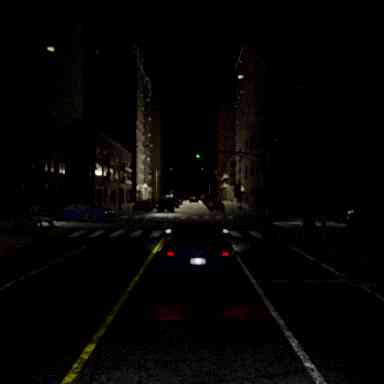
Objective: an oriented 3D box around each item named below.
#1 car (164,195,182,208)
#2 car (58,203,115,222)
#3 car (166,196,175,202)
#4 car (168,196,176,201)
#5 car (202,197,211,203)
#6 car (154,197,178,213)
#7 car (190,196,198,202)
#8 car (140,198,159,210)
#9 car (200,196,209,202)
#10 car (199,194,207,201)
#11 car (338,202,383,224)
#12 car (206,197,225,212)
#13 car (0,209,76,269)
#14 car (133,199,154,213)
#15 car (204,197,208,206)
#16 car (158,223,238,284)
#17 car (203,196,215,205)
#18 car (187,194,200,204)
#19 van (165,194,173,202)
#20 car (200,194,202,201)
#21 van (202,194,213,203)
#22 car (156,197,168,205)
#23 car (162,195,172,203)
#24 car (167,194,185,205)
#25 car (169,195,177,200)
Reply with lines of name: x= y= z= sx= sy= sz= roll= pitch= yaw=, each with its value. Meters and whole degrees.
car: x=-2.830 y=1.538 z=48.121 sx=1.882 sy=1.535 sz=5.008 roll=0 pitch=0 yaw=1
car: x=-8.702 y=1.526 z=25.575 sx=5.357 sy=1.411 sz=2.033 roll=0 pitch=-1 yaw=6
car: x=-5.399 y=1.698 z=83.909 sx=1.802 sy=1.307 sz=4.206 roll=1 pitch=0 yaw=0
car: x=-5.368 y=1.676 z=89.582 sx=2.008 sy=1.369 sz=4.403 roll=1 pitch=0 yaw=0
car: x=3.066 y=1.677 z=72.512 sx=1.802 sy=1.307 sz=4.206 roll=1 pitch=0 yaw=0
car: x=-2.938 y=1.595 z=38.157 sx=2.033 sy=1.411 sz=5.357 roll=0 pitch=0 yaw=-3
car: x=0.424 y=1.701 z=78.530 sx=1.895 sy=1.301 sz=4.718 roll=0 pitch=0 yaw=0
car: x=-5.612 y=1.601 z=44.200 sx=1.887 sy=1.381 sz=4.507 roll=1 pitch=0 yaw=0
car: x=3.127 y=1.679 z=83.858 sx=1.947 sy=1.339 sz=4.313 roll=1 pitch=0 yaw=0
car: x=3.190 y=1.446 z=95.206 sx=2.192 sy=1.841 sz=5.009 roll=1 pitch=0 yaw=0
car: x=13.729 y=1.521 z=25.618 sx=4.553 sy=1.767 sz=2.097 roll=0 pitch=-1 yaw=1
car: x=2.883 y=1.628 z=38.472 sx=1.802 sy=1.307 sz=4.206 roll=1 pitch=0 yaw=0
car: x=-5.789 y=1.541 z=11.338 sx=1.752 sy=1.417 sz=4.829 roll=1 pitch=0 yaw=0
car: x=-5.643 y=1.594 z=38.527 sx=1.887 sy=1.381 sz=4.507 roll=1 pitch=0 yaw=0
car: x=2.913 y=1.635 z=44.145 sx=1.802 sy=1.307 sz=4.206 roll=1 pitch=0 yaw=0
car: x=0.150 y=1.575 z=9.673 sx=1.994 sy=1.385 sz=4.181 roll=0 pitch=0 yaw=0
car: x=2.944 y=1.643 z=49.819 sx=1.802 sy=1.307 sz=4.206 roll=1 pitch=0 yaw=0
car: x=0.378 y=1.636 z=67.831 sx=2.033 sy=1.411 sz=5.357 roll=0 pitch=0 yaw=0
van: x=-5.427 y=1.448 z=78.237 sx=1.690 sy=1.788 sz=3.998 roll=1 pitch=0 yaw=0
car: x=3.007 y=1.392 z=61.166 sx=2.192 sy=1.841 sz=5.009 roll=1 pitch=0 yaw=0
van: x=2.977 y=1.410 z=55.493 sx=1.690 sy=1.788 sz=3.998 roll=1 pitch=0 yaw=0
car: x=-5.521 y=1.662 z=61.219 sx=1.802 sy=1.307 sz=4.206 roll=1 pitch=0 yaw=0
car: x=-5.458 y=1.538 z=72.564 sx=1.967 sy=1.590 sz=4.097 roll=1 pitch=0 yaw=0
car: x=-2.733 y=1.427 z=58.152 sx=2.097 sy=1.767 sz=4.553 roll=0 pitch=0 yaw=1
car: x=-5.337 y=1.700 z=95.255 sx=1.947 sy=1.339 sz=4.313 roll=1 pitch=0 yaw=0
